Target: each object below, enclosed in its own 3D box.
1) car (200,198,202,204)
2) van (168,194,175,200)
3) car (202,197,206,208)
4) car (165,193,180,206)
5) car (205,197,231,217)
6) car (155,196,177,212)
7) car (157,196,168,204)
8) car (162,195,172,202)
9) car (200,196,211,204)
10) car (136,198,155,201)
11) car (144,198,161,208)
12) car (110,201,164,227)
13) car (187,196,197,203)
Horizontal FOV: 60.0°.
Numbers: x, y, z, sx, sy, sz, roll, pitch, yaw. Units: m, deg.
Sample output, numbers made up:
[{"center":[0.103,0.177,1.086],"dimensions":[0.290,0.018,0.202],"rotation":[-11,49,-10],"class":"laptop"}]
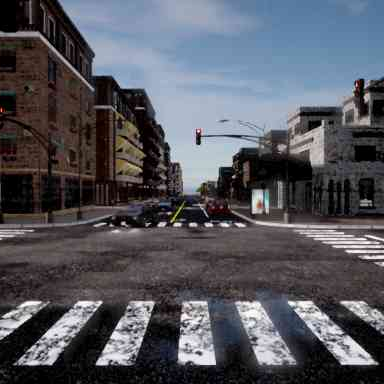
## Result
[{"center":[2.591,1.571,48.916],"dimensions":[2.008,1.369,4.403],"rotation":[0,0,0],"class":"car"},{"center":[-5.879,1.430,94.460],"dimensions":[1.690,1.788,3.998],"rotation":[-1,0,0],"class":"van"},{"center":[2.602,1.597,43.219],"dimensions":[1.802,1.307,4.206],"rotation":[0,0,0],"class":"car"},{"center":[-3.185,1.248,56.677],"dimensions":[2.150,2.045,5.566],"rotation":[0,0,0],"class":"car"},{"center":[2.623,1.446,31.825],"dimensions":[1.967,1.590,4.097],"rotation":[0,0,0],"class":"car"},{"center":[-3.175,1.559,39.305],"dimensions":[2.033,1.411,5.357],"rotation":[0,0,0],"class":"car"},{"center":[-5.822,1.565,65.807],"dimensions":[1.752,1.417,4.829],"rotation":[0,0,0],"class":"car"},{"center":[-5.846,1.497,77.370],"dimensions":[1.967,1.590,4.097],"rotation":[0,0,0],"class":"car"},{"center":[2.559,1.591,66.006],"dimensions":[2.008,1.369,4.403],"rotation":[-1,0,0],"class":"car"},{"center":[-5.767,1.561,37.494],"dimensions":[2.008,1.369,4.403],"rotation":[0,0,0],"class":"car"},{"center":[-5.789,1.571,48.888],"dimensions":[2.008,1.369,4.403],"rotation":[0,0,0],"class":"car"},{"center":[-3.731,1.532,22.748],"dimensions":[2.033,1.411,5.357],"rotation":[0,-1,9],"class":"car"},{"center":[-0.045,1.593,70.279],"dimensions":[2.033,1.411,5.357],"rotation":[0,0,0],"class":"car"}]
